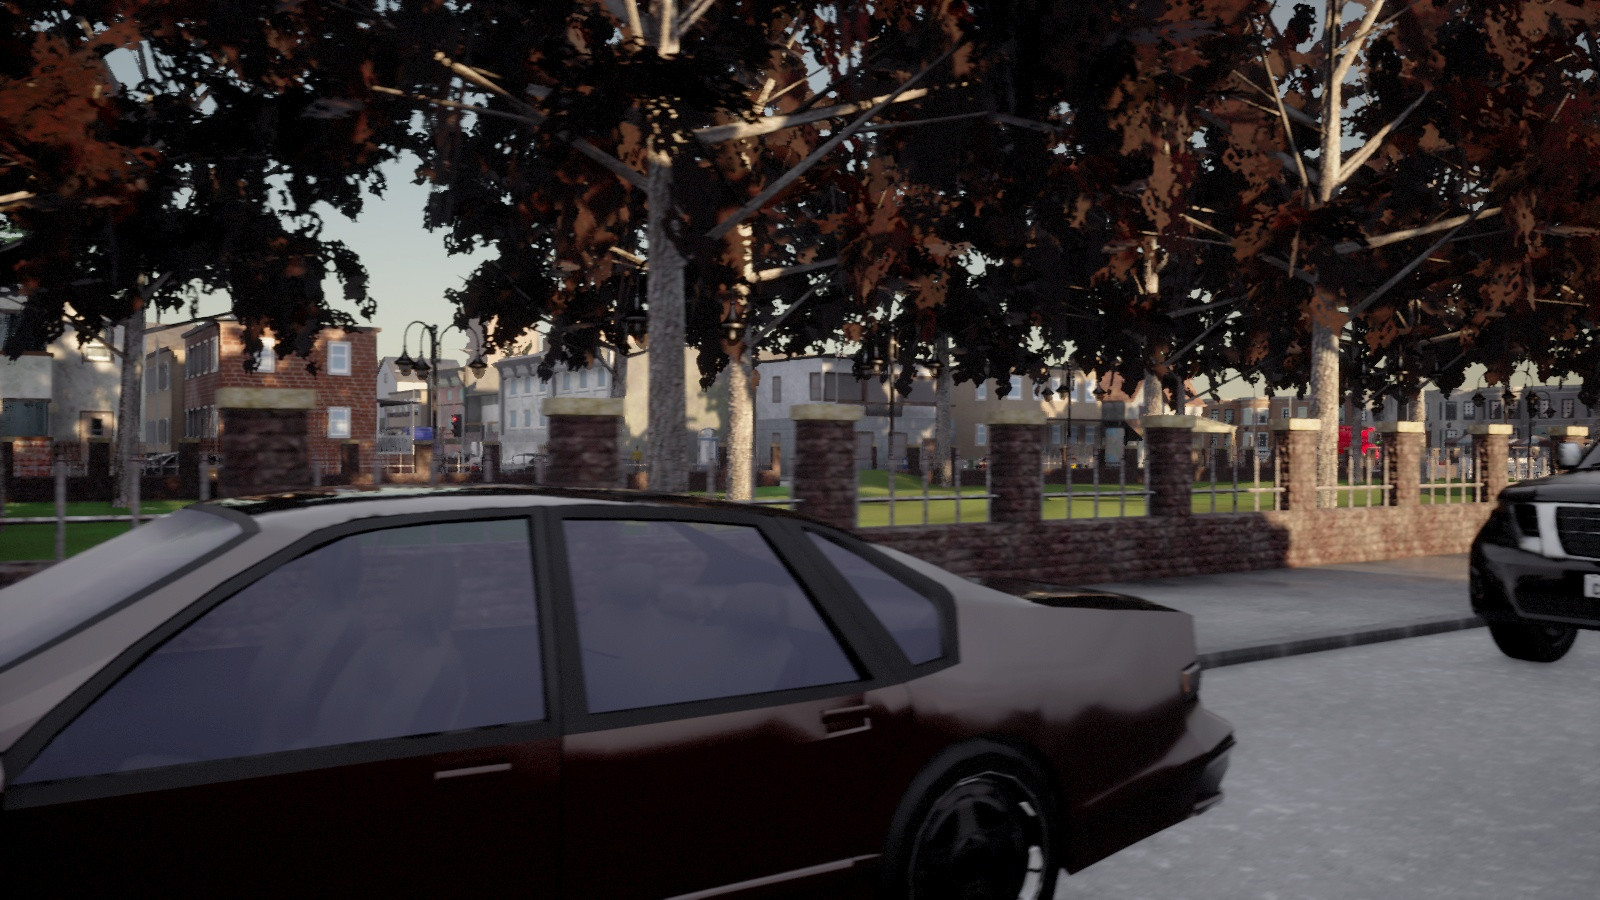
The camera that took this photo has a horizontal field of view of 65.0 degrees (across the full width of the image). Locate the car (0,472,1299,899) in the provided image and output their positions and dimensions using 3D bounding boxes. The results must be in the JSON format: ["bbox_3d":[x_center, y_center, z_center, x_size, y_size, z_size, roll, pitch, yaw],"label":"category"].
[{"bbox_3d":[-1.153,0.803,3.456,5.357,1.411,2.033,0,0,-34],"label":"car"}]

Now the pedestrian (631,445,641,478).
[{"bbox_3d":[-9.329,0.649,71.471,0.431,1.840,0.709,0,0,0],"label":"pedestrian"}]

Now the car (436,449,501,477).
[{"bbox_3d":[-19.751,0.748,74.635,2.152,1.651,5.027,0,0,-35],"label":"car"}]

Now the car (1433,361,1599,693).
[{"bbox_3d":[7.231,0.471,9.303,5.566,2.045,2.150,0,0,-35],"label":"car"}]

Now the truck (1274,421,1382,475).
[{"bbox_3d":[35.407,-0.106,84.073,7.936,3.462,2.891,0,0,-35],"label":"truck"}]

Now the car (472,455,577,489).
[{"bbox_3d":[-12.243,0.934,56.117,1.812,1.442,4.674,0,0,32],"label":"car"}]

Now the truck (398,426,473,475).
[{"bbox_3d":[-26.631,0.043,91.554,2.891,3.462,7.936,0,0,-35],"label":"truck"}]

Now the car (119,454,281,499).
[{"bbox_3d":[-21.251,0.904,44.567,4.892,1.490,1.837,0,0,-37],"label":"car"}]
